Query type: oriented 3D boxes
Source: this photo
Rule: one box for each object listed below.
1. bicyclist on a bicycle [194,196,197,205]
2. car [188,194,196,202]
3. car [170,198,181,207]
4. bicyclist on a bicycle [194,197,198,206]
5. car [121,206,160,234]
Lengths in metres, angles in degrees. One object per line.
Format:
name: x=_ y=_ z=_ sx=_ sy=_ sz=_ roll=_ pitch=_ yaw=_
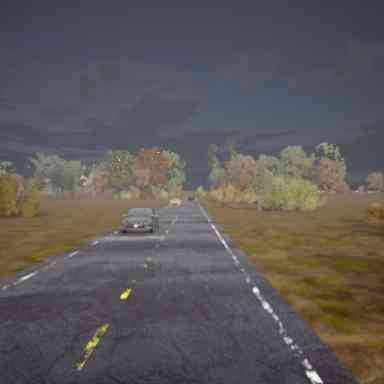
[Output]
bicyclist on a bicycle: x=0.827 y=1.913 z=75.333 sx=0.659 sy=1.776 sz=1.843 roll=0 pitch=0 yaw=0
car: x=0.003 y=1.704 z=94.386 sx=2.150 sy=2.045 sz=5.566 roll=0 pitch=0 yaw=0
car: x=-3.034 y=1.927 z=61.122 sx=1.882 sy=1.535 sz=5.008 roll=0 pitch=0 yaw=1
bicyclist on a bicycle: x=0.823 y=1.920 z=66.335 sx=0.866 sy=1.612 sz=1.509 roll=0 pitch=0 yaw=0
car: x=-3.099 y=1.666 z=20.690 sx=1.837 sy=1.490 sz=4.892 roll=0 pitch=0 yaw=0
